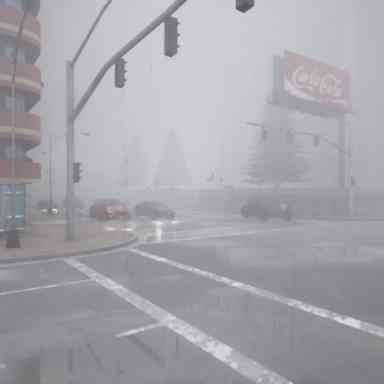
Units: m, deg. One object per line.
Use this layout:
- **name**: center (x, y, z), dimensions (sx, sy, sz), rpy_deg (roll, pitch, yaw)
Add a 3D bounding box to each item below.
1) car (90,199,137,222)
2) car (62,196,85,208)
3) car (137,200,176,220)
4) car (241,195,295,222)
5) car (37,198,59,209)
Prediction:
- **car**: center (-6.555, 1.339, 26.712), dimensions (2.097, 1.767, 4.553), rpy_deg (0, 0, -36)
- **car**: center (-16.704, 1.333, 46.821), dimensions (2.097, 1.767, 4.553), rpy_deg (0, 0, -35)
- **car**: center (-3.238, 1.485, 28.096), dimensions (1.837, 1.490, 4.892), rpy_deg (0, 0, -36)
- **car**: center (5.742, 1.252, 25.775), dimensions (2.150, 2.045, 5.566), rpy_deg (-1, 0, -14)
- **car**: center (-19.214, 1.551, 44.310), dimensions (1.994, 1.385, 4.181), rpy_deg (0, 0, -36)
